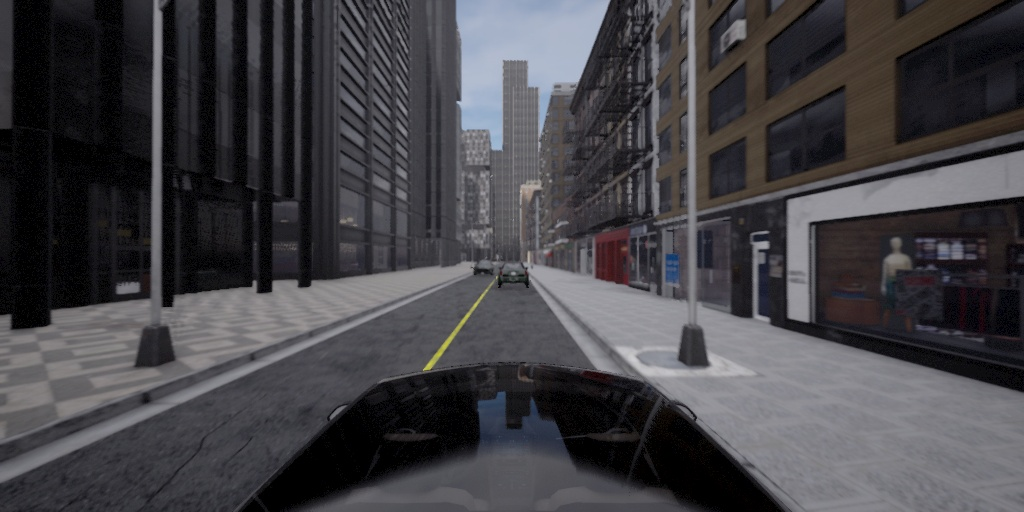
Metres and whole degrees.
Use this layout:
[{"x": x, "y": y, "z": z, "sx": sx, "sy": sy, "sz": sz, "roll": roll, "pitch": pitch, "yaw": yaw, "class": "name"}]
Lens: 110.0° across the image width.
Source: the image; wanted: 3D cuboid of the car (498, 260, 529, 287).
[{"x": 0.099, "y": 1.162, "z": 25.221, "sx": 2.097, "sy": 1.767, "sz": 4.553, "roll": 0, "pitch": 0, "yaw": 0, "class": "car"}]

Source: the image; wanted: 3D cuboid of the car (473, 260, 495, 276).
[{"x": -3.028, "y": 1.211, "z": 39.235, "sx": 2.097, "sy": 1.767, "sz": 4.553, "roll": 0, "pitch": 0, "yaw": 1, "class": "car"}]
